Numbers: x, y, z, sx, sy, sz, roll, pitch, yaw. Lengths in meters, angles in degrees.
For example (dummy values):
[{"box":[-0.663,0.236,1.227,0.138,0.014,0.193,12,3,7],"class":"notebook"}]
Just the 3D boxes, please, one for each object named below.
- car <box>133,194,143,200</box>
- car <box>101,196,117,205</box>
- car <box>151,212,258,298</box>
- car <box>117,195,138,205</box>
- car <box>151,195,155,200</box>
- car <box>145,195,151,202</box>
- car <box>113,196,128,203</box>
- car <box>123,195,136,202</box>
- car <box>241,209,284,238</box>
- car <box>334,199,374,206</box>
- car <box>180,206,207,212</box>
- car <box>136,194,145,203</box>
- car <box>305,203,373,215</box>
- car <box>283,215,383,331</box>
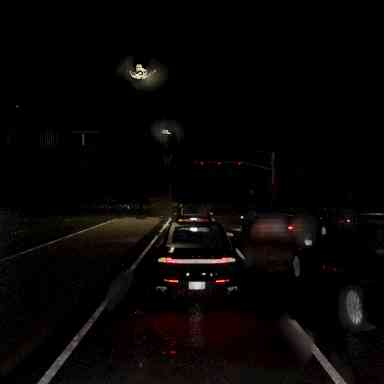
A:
[{"box":[-15.049,1.337,93.670,2.097,1.767,4.553,0,0,0],"class":"car"},{"box":[-15.116,1.477,60.706,1.882,1.535,5.008,0,0,0],"class":"car"},{"box":[0.091,1.491,8.495,2.128,1.511,4.902,0,0,0],"class":"car"},{"box":[-11.656,1.564,60.224,1.994,1.385,4.181,0,0,1],"class":"car"},{"box":[-11.554,1.517,93.056,2.128,1.511,4.902,0,0,0],"class":"car"},{"box":[-11.580,1.524,79.316,1.812,1.442,4.674,0,0,0],"class":"car"},{"box":[-15.071,1.540,70.484,2.033,1.411,5.357,0,0,0],"class":"car"},{"box":[-15.081,1.525,80.587,2.128,1.511,4.902,0,0,0],"class":"car"},{"box":[3.586,1.547,16.510,2.033,1.411,5.357,0,0,0],"class":"car"},{"box":[21.138,1.601,43.746,4.718,1.301,1.895,0,0,1],"class":"car"},{"box":[0.084,1.505,17.916,1.837,1.490,4.892,0,0,0],"class":"car"},{"box":[-11.569,1.500,69.046,1.837,1.490,4.892,0,0,0],"class":"car"},{"box":[7.084,1.505,16.975,1.837,1.490,4.892,0,0,0],"class":"car"},{"box":[3.593,1.478,6.890,1.882,1.535,5.008,0,0,0],"class":"car"}]
